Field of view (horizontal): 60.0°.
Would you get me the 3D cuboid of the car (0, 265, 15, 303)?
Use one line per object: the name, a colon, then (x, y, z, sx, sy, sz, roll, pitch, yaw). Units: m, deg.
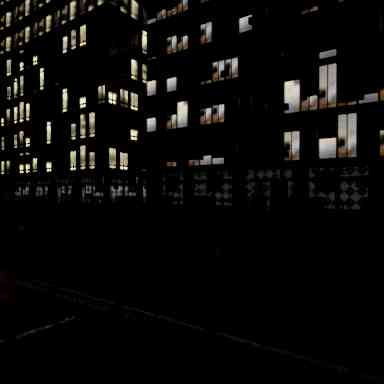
car: (-5.491, 1.526, 6.799, 4.829, 1.417, 1.752, 0, 0, 36)
